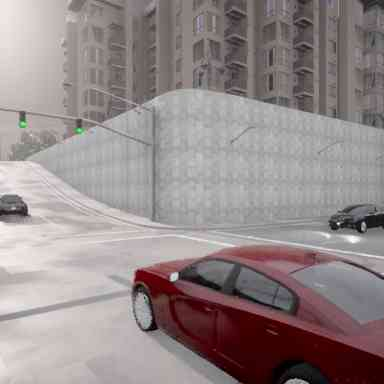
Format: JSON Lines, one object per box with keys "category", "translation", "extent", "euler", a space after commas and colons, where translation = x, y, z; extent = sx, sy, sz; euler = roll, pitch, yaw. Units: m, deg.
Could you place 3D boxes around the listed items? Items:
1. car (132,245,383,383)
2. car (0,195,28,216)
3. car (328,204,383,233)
{"category": "car", "translation": [0.898, 1.481, 4.551], "extent": [1.882, 1.535, 5.008], "euler": [0, 0, -36]}
{"category": "car", "translation": [-13.440, 0.875, 24.485], "extent": [1.994, 1.385, 4.181], "euler": [0, 6, -36]}
{"category": "car", "translation": [10.057, 1.504, 19.779], "extent": [4.892, 1.490, 1.837], "euler": [0, 0, -36]}
